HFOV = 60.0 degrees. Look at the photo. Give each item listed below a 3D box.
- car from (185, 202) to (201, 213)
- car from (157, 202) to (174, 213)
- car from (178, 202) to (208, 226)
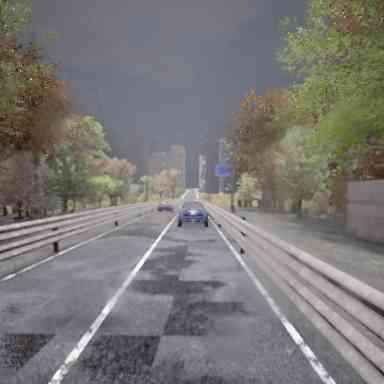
[{"bbox_3d":[0.099,1.951,43.103,1.994,1.385,4.181,0,-1,0],"label":"car"},{"bbox_3d":[-3.336,1.974,42.285,1.895,1.301,4.718,0,-1,0],"label":"car"},{"bbox_3d":[0.087,1.480,24.519,2.097,1.767,4.553,0,-1,0],"label":"car"}]
